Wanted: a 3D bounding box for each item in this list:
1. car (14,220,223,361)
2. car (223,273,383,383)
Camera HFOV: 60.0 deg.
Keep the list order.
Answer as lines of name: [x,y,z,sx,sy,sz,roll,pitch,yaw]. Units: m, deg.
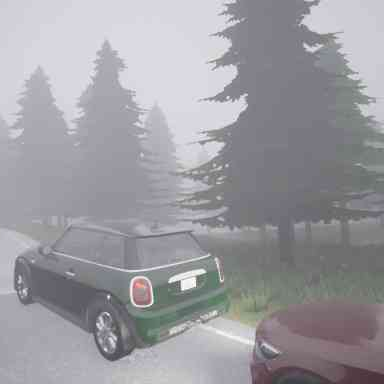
car: [-1.578,1.308,6.221,4.553,1.767,2.097,1,1,44]
car: [2.748,1.531,2.596,4.674,1.442,1.812,1,0,36]
